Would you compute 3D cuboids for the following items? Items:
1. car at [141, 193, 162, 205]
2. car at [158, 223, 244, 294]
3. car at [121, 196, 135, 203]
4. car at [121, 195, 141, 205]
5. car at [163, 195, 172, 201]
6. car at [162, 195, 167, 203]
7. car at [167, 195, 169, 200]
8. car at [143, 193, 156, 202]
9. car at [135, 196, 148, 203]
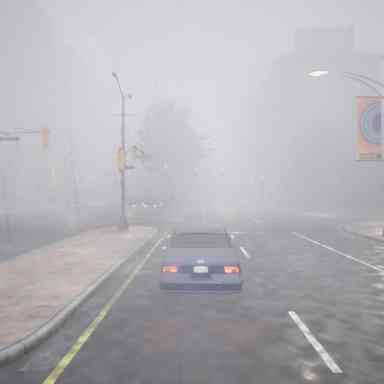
[{"bbox_3d":[-7.006,1.352,58.003,2.097,1.767,4.553,0,0,1],"label":"car"},{"bbox_3d":[0.231,1.547,8.949,2.033,1.411,5.357,0,0,1],"label":"car"},{"bbox_3d":[-13.453,1.595,69.845,1.895,1.301,4.718,0,0,1],"label":"car"},{"bbox_3d":[-10.506,1.352,57.881,2.097,1.767,4.553,0,0,1],"label":"car"},{"bbox_3d":[-6.387,1.478,86.642,1.882,1.535,5.008,0,0,1],"label":"car"},{"bbox_3d":[-6.788,1.352,66.775,2.097,1.767,4.553,0,0,1],"label":"car"},{"bbox_3d":[-6.577,1.525,76.548,2.128,1.511,4.902,0,0,1],"label":"car"},{"bbox_3d":[-10.036,1.225,78.741,2.150,2.045,5.566,0,0,1],"label":"car"},{"bbox_3d":[-10.244,1.505,68.056,1.837,1.490,4.892,0,0,1],"label":"car"}]
